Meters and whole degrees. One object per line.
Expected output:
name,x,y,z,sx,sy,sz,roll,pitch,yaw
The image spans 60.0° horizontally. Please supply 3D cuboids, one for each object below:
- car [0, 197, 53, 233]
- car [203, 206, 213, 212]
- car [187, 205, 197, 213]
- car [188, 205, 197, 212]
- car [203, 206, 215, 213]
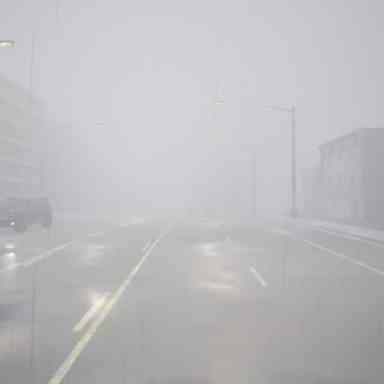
car,-10.560,1.322,20.508,2.150,2.045,5.566,0,-1,0
car,3.533,3.688,74.084,1.895,1.301,4.718,0,-2,0
car,0.029,3.462,65.343,1.994,1.385,4.181,0,-3,0
car,0.033,3.570,74.060,1.882,1.535,5.008,0,-2,0
car,3.529,3.419,64.731,2.033,1.411,5.357,0,-3,0
